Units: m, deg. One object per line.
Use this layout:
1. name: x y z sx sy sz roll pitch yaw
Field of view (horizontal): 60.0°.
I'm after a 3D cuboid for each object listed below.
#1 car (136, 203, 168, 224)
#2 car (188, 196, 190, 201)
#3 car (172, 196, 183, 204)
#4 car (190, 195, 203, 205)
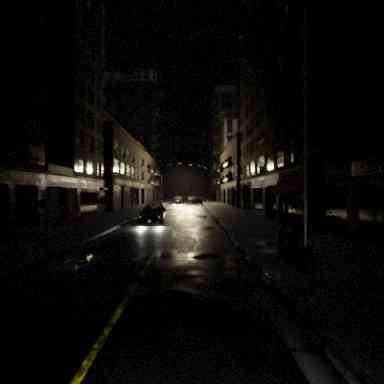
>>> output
1. car: -2.846 1.564 24.869 2.033 1.411 5.357 0 0 0
2. car: 0.012 1.545 79.762 1.895 1.301 4.718 0 0 0
3. car: -2.752 1.584 65.471 2.128 1.511 4.902 0 0 0
4. car: 0.972 1.548 61.996 1.882 1.535 5.008 0 0 0
